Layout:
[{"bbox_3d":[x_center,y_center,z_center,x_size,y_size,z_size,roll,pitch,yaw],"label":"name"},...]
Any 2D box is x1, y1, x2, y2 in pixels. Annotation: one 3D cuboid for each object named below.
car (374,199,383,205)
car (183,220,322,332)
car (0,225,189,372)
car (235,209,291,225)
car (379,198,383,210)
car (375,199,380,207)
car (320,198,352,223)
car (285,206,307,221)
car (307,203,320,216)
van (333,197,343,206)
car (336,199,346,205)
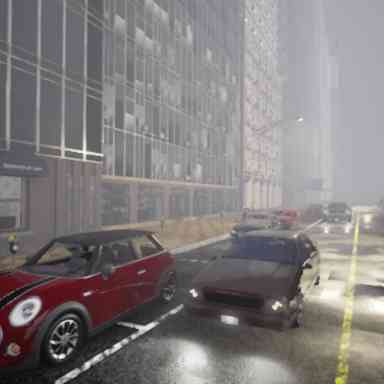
[{"bbox_3d":[46.717,2.466,83.251,1.802,1.307,4.206,0,0,27],"label":"car"},{"bbox_3d":[1.797,1.618,7.525,2.033,1.411,5.357,0,-1,27],"label":"car"},{"bbox_3d":[-1.930,1.485,5.895,1.967,1.590,4.097,0,0,27],"label":"car"},{"bbox_3d":[3.217,1.698,16.040,2.008,1.369,4.403,0,0,27],"label":"car"},{"bbox_3d":[31.350,2.085,52.964,1.752,1.417,4.829,0,0,27],"label":"car"},{"bbox_3d":[36.423,1.980,62.960,2.192,1.841,5.009,0,0,27],"label":"car"},{"bbox_3d":[12.449,1.634,28.302,2.097,1.767,4.553,0,-1,27],"label":"car"},{"bbox_3d":[5.791,1.743,21.113,1.887,1.381,4.507,0,0,27],"label":"car"},{"bbox_3d":[13.513,1.899,36.333,1.887,1.381,4.507,0,0,27],"label":"car"},{"bbox_3d":[31.535,2.069,71.846,1.690,1.788,3.998,0,0,27],"label":"van"},{"bbox_3d":[36.680,2.388,81.991,2.008,1.369,4.403,0,0,27],"label":"car"}]
